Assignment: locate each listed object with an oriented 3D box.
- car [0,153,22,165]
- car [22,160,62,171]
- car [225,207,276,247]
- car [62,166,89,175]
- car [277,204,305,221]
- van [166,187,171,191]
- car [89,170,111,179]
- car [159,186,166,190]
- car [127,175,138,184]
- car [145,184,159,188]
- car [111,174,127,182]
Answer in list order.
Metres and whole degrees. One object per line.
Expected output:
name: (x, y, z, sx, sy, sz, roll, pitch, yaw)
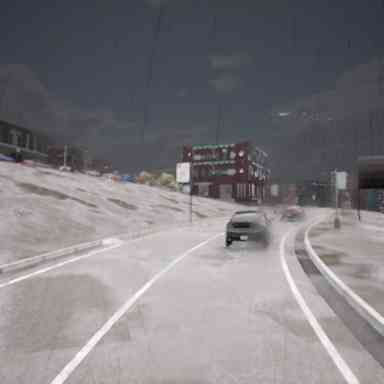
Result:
car: (-19.614, -3.274, 32.589, 2.185, 1.767, 4.553, -1, -3, 21)
car: (-17.736, -2.830, 37.985, 2.163, 1.488, 4.792, -1, -3, 19)
car: (2.804, 1.632, 15.769, 1.837, 1.490, 4.892, -1, -1, 17)
car: (-16.025, -2.539, 43.224, 2.002, 1.452, 4.674, -1, -3, 18)
car: (10.028, 2.031, 32.940, 1.812, 1.442, 4.674, -1, -2, 25)
van: (-7.121, -0.347, 81.025, 1.878, 1.987, 4.442, 0, -4, 10)
car: (-14.455, -2.300, 48.408, 2.231, 1.521, 4.892, 0, -3, 17)
car: (-8.109, -0.509, 75.437, 2.002, 1.452, 4.674, 0, -4, 11)
car: (-11.540, -1.913, 59.266, 2.435, 2.045, 5.566, 0, -3, 14)
car: (-9.153, -0.903, 70.008, 2.002, 1.452, 4.674, 0, -4, 12)
car: (-12.945, -2.118, 53.837, 2.185, 1.767, 4.553, 0, -3, 15)
